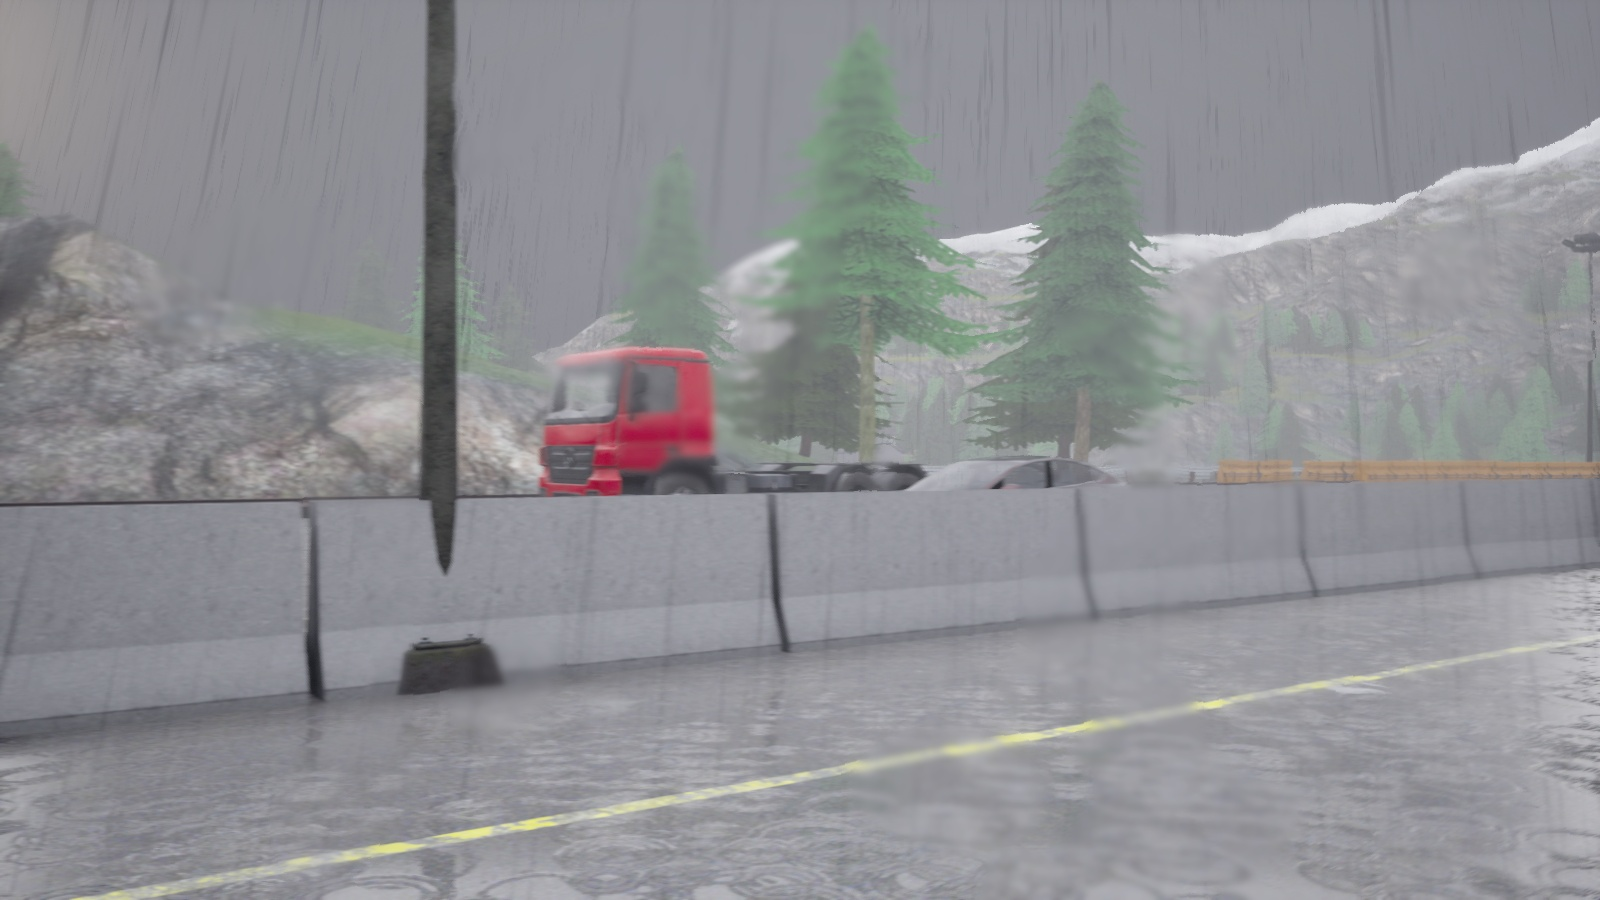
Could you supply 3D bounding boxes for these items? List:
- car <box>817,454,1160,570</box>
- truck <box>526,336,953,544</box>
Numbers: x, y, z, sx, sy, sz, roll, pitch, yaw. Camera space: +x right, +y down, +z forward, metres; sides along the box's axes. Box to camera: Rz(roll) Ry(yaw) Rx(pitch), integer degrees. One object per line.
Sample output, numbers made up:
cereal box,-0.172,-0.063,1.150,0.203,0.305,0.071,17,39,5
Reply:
car,2.829,0.804,18.420,4.792,1.488,2.163,0,0,-35
truck,-0.980,-0.155,24.308,7.936,3.462,2.891,0,0,-35
